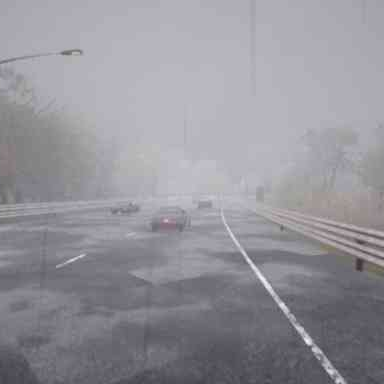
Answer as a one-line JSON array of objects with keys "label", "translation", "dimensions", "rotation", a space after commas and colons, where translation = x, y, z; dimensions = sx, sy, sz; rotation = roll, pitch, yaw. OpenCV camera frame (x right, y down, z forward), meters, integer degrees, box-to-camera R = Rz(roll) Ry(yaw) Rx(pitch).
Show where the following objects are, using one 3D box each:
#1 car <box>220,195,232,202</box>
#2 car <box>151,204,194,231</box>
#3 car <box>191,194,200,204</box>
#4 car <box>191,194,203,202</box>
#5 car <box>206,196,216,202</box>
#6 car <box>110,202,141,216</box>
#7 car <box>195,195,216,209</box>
[{"label": "car", "translation": [8.587, 1.658, 86.441], "dimensions": [2.097, 1.767, 4.553], "rotation": [0, 0, 11]}, {"label": "car", "translation": [-1.228, 1.626, 20.953], "dimensions": [1.994, 1.385, 4.181], "rotation": [0, 0, 6]}, {"label": "car", "translation": [1.369, 1.708, 65.998], "dimensions": [2.128, 1.511, 4.902], "rotation": [0, 0, 9]}, {"label": "car", "translation": [1.320, 1.519, 85.713], "dimensions": [2.150, 2.045, 5.566], "rotation": [0, 0, 11]}, {"label": "car", "translation": [4.955, 1.823, 86.085], "dimensions": [1.812, 1.442, 4.674], "rotation": [0, 0, 11]}, {"label": "car", "translation": [-6.744, 1.700, 34.467], "dimensions": [1.895, 1.301, 4.718], "rotation": [0, 0, 7]}, {"label": "car", "translation": [2.014, 1.628, 47.114], "dimensions": [1.882, 1.535, 5.008], "rotation": [0, 0, 8]}]
